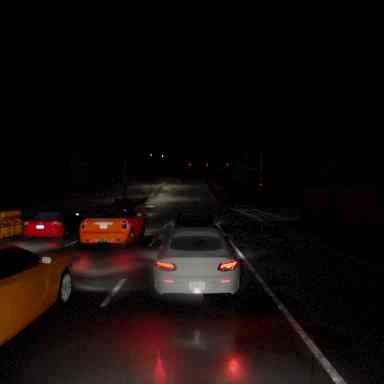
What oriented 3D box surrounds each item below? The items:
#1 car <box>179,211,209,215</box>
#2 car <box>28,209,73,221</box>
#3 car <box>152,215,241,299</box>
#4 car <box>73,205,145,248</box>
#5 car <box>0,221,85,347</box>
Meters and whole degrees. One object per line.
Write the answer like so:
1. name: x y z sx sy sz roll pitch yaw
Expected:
1. car: 0.094 1.601 17.189 1.895 1.301 4.718 0 0 0
2. car: -6.906 1.564 17.145 1.994 1.385 4.181 0 0 0
3. car: 0.094 1.526 8.301 1.812 1.442 4.674 0 0 0
4. car: -3.406 1.352 14.950 2.097 1.767 4.553 0 0 0
5. car: -3.402 1.478 4.977 1.882 1.535 5.008 0 0 0
